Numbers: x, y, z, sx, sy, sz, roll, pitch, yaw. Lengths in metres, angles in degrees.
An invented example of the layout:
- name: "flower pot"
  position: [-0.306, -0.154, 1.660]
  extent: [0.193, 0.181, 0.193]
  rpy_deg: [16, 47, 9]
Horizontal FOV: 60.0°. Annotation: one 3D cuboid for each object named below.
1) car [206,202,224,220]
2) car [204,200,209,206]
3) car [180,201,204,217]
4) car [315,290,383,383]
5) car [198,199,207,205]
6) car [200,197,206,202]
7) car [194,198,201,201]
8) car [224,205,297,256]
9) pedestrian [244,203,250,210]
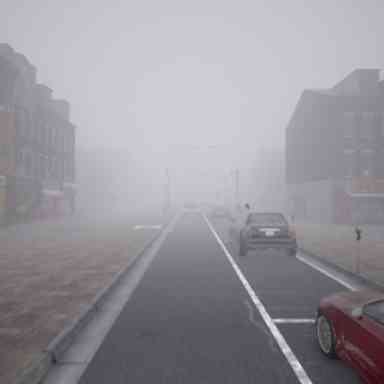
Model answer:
- name: "car"
  position: [2.616, 1.892, 31.598]
  extent: [1.947, 1.339, 4.313]
  rpy_deg: [0, -1, 0]
- name: "car"
  position: [2.611, 1.941, 37.273]
  extent: [2.008, 1.369, 4.403]
  rpy_deg: [0, -1, 0]
- name: "car"
  position: [0.039, 1.977, 36.070]
  extent: [1.895, 1.301, 4.718]
  rpy_deg: [0, -1, 0]
- name: "car"
  position: [2.639, 1.615, 3.228]
  extent: [1.802, 1.307, 4.206]
  rpy_deg: [0, -1, 0]
- name: "car"
  position: [2.572, 2.543, 83.338]
  extent: [1.947, 1.339, 4.313]
  rpy_deg: [0, -1, 0]
- name: "car"
  position: [2.587, 2.290, 66.302]
  extent: [1.887, 1.381, 4.507]
  rpy_deg: [0, -1, 0]
- name: "car"
  position: [-0.448, 2.018, 47.944]
  extent: [1.837, 1.490, 4.892]
  rpy_deg: [0, 0, -10]
- name: "car"
  position: [2.739, 1.490, 13.842]
  extent: [2.097, 1.767, 4.553]
  rpy_deg: [0, -1, 0]
- name: "pedestrian"
  position: [2.737, 1.461, 16.652]
  extent: [0.375, 1.860, 0.375]
  rpy_deg: [0, -1, 0]
